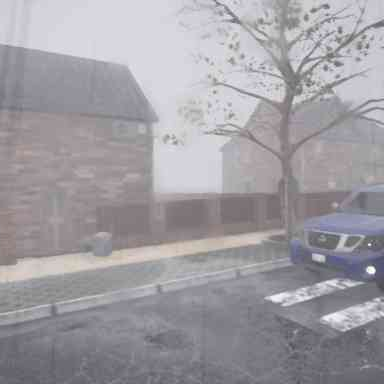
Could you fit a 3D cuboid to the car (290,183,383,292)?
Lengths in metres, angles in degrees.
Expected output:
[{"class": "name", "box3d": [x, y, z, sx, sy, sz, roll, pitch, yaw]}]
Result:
[{"class": "car", "box3d": [4.879, 0.811, 7.881, 5.566, 2.045, 2.150, -3, 2, -29]}]
